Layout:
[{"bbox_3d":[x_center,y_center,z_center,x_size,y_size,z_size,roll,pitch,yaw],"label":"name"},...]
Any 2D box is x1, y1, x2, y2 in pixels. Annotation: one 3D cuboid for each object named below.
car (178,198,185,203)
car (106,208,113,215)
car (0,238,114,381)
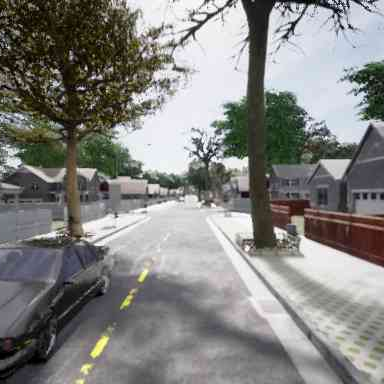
[{"bbox_3d":[-2.780,2.248,90.046,2.033,1.411,5.357,0,-1,0],"label":"car"},{"bbox_3d":[-12.135,2.255,40.542,4.892,1.490,1.837,1,-1,-1],"label":"car"},{"bbox_3d":[-2.855,1.626,6.202,2.033,1.411,5.357,0,-1,0],"label":"car"}]
